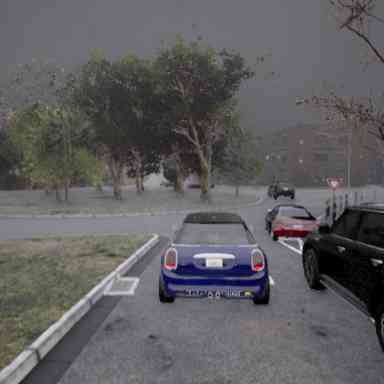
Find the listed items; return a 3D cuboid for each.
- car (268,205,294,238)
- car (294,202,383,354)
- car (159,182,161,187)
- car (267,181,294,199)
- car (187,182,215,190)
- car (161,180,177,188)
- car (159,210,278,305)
[{"bbox_3d":[4.460,1.270,15.196,1.994,1.385,4.181,0,2,7],"label":"car"},{"bbox_3d":[3.603,1.173,5.572,2.150,2.045,5.566,0,1,2],"label":"car"},{"bbox_3d":[-7.046,-2.104,82.824,2.128,1.511,4.902,0,1,-5],"label":"car"},{"bbox_3d":[10.208,-0.301,38.442,2.150,2.045,5.566,1,3,2],"label":"car"},{"bbox_3d":[1.565,-1.056,58.639,4.718,1.301,1.895,2,4,30],"label":"car"},{"bbox_3d":[-4.685,-1.679,69.083,1.837,1.490,4.892,-1,3,-12],"label":"car"},{"bbox_3d":[0.509,1.253,8.112,2.097,1.767,4.553,0,1,3],"label":"car"}]
